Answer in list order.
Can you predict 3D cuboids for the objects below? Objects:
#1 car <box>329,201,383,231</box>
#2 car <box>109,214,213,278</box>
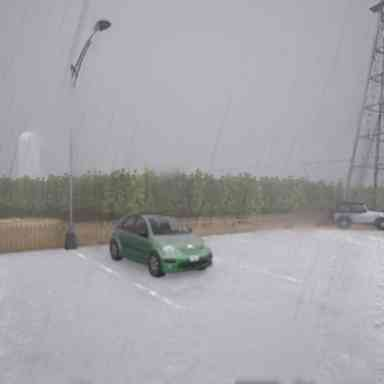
[{"bbox_3d":[11.241,1.559,22.220,3.866,1.878,1.905,0,0,23],"label":"car"},{"bbox_3d":[-1.099,1.530,10.512,1.851,1.617,3.988,1,0,-36],"label":"car"}]
